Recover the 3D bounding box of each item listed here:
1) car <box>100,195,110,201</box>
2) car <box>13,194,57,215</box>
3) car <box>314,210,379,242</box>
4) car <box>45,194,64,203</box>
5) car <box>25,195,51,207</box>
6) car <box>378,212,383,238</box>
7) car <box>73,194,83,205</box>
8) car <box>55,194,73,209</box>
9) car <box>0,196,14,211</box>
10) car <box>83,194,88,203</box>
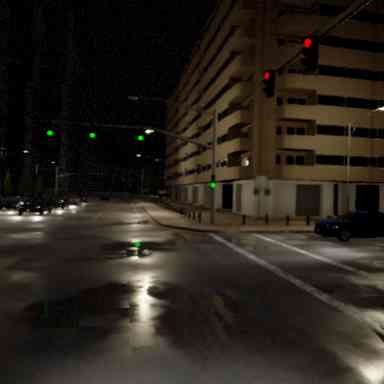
[{"bbox_3d":[-17.935,1.173,68.822,1.895,1.301,4.718,1,0,-11],"label":"car"},{"bbox_3d":[-13.612,1.200,29.133,1.812,1.442,4.674,1,0,-10],"label":"car"},{"bbox_3d":[8.994,1.736,17.722,5.008,1.535,1.882,1,0,-12],"label":"car"},{"bbox_3d":[-21.963,1.046,53.346,1.994,1.385,4.181,1,0,-11],"label":"car"},{"bbox_3d":[-20.038,1.127,43.432,1.895,1.301,4.718,1,0,-11],"label":"car"},{"bbox_3d":[11.212,1.802,14.606,4.902,1.511,2.128,1,0,-12],"label":"car"},{"bbox_3d":[-17.336,1.190,47.874,1.895,1.301,4.718,1,0,-11],"label":"car"},{"bbox_3d":[-15.395,0.986,38.003,2.097,1.767,4.553,1,0,-11],"label":"car"},{"bbox_3d":[-18.151,1.116,33.903,2.033,1.411,5.357,1,0,-11],"label":"car"},{"bbox_3d":[-19.333,1.049,58.029,1.837,1.490,4.892,1,0,-11],"label":"car"}]
